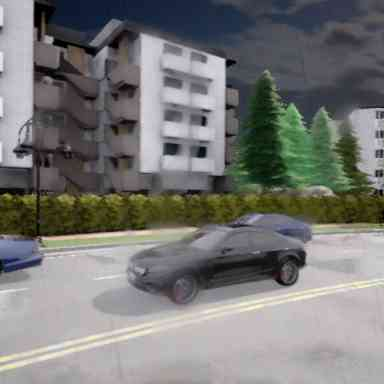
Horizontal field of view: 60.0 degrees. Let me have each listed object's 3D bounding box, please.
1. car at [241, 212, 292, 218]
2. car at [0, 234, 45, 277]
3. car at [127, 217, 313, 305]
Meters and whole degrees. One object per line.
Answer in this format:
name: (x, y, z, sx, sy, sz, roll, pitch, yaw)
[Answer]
car: (2.586, 1.540, 12.978, 4.674, 1.442, 1.812, 0, 0, -24)
car: (-6.418, 1.501, 7.765, 5.357, 1.411, 2.033, 0, 0, -35)
car: (0.778, 1.528, 8.107, 4.674, 1.442, 1.812, 0, 0, -30)
